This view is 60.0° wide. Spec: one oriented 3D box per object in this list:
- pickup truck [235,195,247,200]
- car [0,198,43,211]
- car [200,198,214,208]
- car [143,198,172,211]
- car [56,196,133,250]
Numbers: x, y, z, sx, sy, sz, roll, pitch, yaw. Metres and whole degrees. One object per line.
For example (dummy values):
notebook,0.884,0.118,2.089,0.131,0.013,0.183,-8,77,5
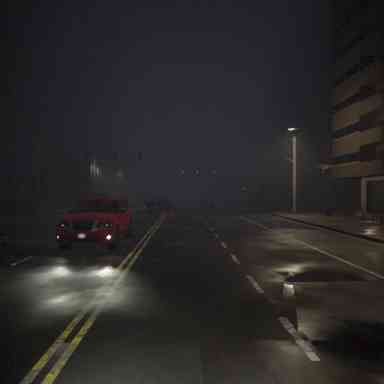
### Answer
pickup truck,13.861,1.058,90.876,2.390,2.098,6.274,0,0,29
car,-20.225,1.491,39.375,4.902,1.511,2.128,0,0,2
car,2.151,1.547,48.476,2.033,1.411,5.357,0,0,-3
car,-4.268,1.491,40.270,2.128,1.511,4.902,0,0,-35
car,-3.999,1.223,14.633,2.150,2.045,5.566,0,0,-1
